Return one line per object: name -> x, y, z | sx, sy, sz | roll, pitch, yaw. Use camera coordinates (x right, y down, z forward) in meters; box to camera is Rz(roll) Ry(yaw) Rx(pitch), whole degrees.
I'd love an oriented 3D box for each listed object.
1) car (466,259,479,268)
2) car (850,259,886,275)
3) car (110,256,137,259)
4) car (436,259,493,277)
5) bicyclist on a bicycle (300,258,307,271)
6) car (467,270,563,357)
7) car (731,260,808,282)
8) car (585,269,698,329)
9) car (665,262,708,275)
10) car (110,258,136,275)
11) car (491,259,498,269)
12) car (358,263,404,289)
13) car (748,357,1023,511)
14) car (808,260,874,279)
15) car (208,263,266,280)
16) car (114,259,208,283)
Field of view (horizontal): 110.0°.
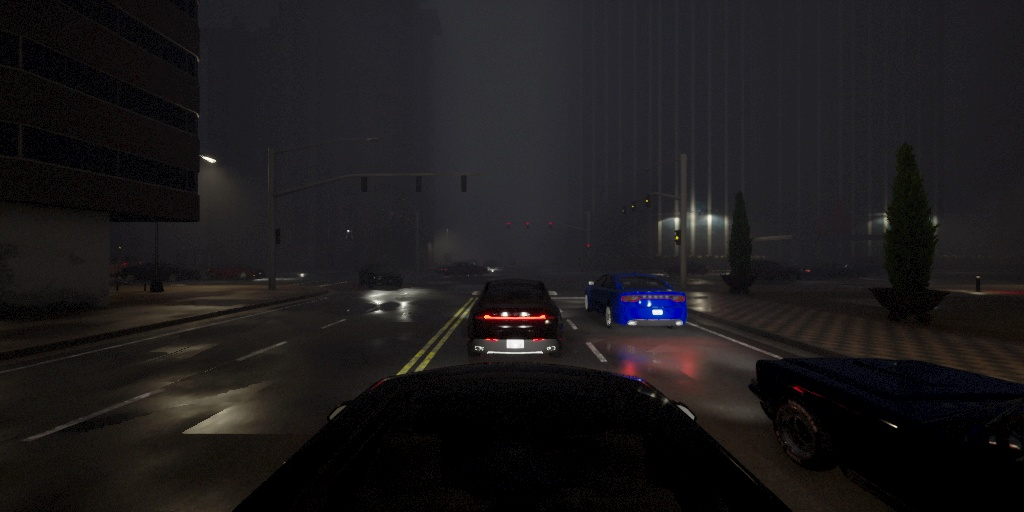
car -> -7.060, 1.255, 64.541 | 1.837, 1.490, 4.892 | 0, 0, 0
car -> 37.392, 1.102, 38.774 | 4.553, 1.767, 2.097 | 0, 0, 0
car -> -42.679, 0.971, 37.953 | 5.566, 2.045, 2.150 | 0, 0, 1
car -> -4.844, 1.297, 35.403 | 2.033, 1.411, 5.357 | 0, 0, 45
bicyclist on a bicycle -> -26.419, 1.051, 45.426 | 0.582, 1.620, 1.656 | 0, 0, -1
car -> 0.062, 1.255, 8.549 | 1.837, 1.490, 4.892 | 0, 0, 0
car -> 19.740, 1.102, 27.907 | 4.553, 1.767, 2.097 | 0, 0, -1
car -> 3.575, 1.228, 11.237 | 1.882, 1.535, 5.008 | 0, 0, 0
car -> 18.707, 1.314, 38.597 | 4.181, 1.385, 1.994 | 0, 0, -1
car -> -39.823, 1.228, 34.505 | 5.008, 1.535, 1.882 | 0, 0, -1
car -> -3.589, 1.314, 57.154 | 1.994, 1.385, 4.181 | 0, 0, 0
car -> -8.561, 1.228, 23.252 | 1.882, 1.535, 5.008 | 2, -1, -35
car -> 3.601, 1.351, 1.892 | 1.895, 1.301, 4.718 | 0, 0, 0
car -> 27.881, 1.297, 31.488 | 5.357, 1.411, 2.033 | 0, 0, -1
car -> -23.747, 1.312, 30.972 | 4.181, 1.385, 1.994 | 0, 0, -1
car -> -26.752, 1.227, 27.442 | 5.008, 1.535, 1.882 | 0, 0, -1
